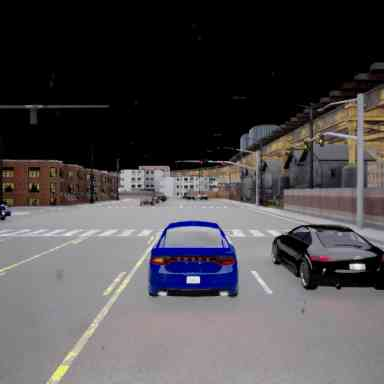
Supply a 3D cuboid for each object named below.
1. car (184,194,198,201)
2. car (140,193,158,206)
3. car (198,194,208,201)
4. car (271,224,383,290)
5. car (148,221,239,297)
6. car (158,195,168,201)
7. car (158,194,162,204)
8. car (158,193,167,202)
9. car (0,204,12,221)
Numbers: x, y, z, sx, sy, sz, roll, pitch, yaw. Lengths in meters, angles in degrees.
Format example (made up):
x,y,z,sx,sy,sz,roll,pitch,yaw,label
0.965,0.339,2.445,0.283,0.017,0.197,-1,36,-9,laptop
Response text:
x,y,z,sx,sy,sz,roll,pitch,yaw,label
-0.282,1.345,86.759,2.097,1.767,4.553,0,0,-3,car
-7.251,1.352,54.607,2.097,1.767,4.553,0,0,0,car
3.204,1.471,87.658,1.882,1.535,5.008,0,0,-3,car
3.538,1.564,9.104,1.994,1.385,4.181,0,0,0,car
0.035,1.478,8.638,1.882,1.535,5.008,0,0,0,car
-7.258,1.539,84.147,2.033,1.411,5.357,0,0,0,car
-7.246,1.526,63.406,1.812,1.442,4.674,0,0,0,car
-7.225,1.225,73.640,2.150,2.045,5.566,0,0,0,car
-16.534,1.222,25.158,5.566,2.045,2.150,0,-1,12,car
